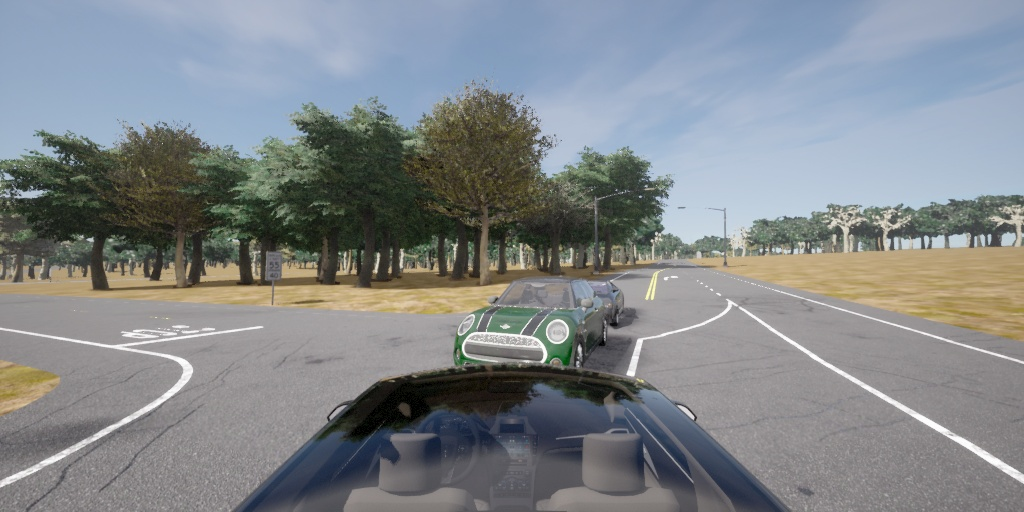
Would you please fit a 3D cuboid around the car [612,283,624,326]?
[{"bbox_3d":[2.892,1.555,12.923,1.994,1.385,4.181,-2,0,22],"label":"car"}]

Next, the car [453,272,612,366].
[{"bbox_3d":[0.673,1.223,7.488,2.097,1.767,4.553,-1,-2,22],"label":"car"}]
